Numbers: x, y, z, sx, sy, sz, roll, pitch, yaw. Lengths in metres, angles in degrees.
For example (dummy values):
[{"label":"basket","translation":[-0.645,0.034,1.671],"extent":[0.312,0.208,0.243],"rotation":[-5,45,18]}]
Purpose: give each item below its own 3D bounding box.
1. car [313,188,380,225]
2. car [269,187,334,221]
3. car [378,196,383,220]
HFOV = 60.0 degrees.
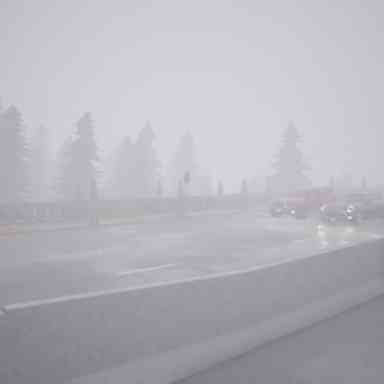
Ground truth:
[{"label":"car","translation":[9.464,0.831,19.333],"extent":[4.553,1.767,2.097],"rotation":[-2,1,-35]},{"label":"car","translation":[7.623,0.692,22.320],"extent":[5.566,2.045,2.150],"rotation":[-2,1,-35]},{"label":"car","translation":[11.623,0.951,16.576],"extent":[5.008,1.535,1.882],"rotation":[-2,1,-35]}]
